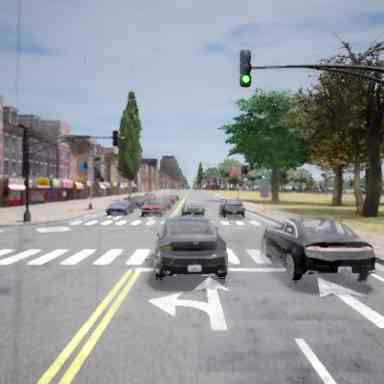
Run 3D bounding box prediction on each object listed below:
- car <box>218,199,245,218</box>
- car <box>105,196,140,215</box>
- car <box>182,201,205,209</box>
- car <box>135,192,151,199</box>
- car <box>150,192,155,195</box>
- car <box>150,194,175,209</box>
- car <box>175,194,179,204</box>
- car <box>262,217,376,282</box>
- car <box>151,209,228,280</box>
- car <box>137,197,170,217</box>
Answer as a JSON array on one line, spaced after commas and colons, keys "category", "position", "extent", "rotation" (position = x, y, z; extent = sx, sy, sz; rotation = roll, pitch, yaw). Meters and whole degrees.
[{"category": "car", "position": [3.352, 1.333, 28.434], "extent": [2.128, 1.511, 4.902], "rotation": [0, 1, 0]}, {"category": "car", "position": [-6.594, 1.355, 31.255], "extent": [2.033, 1.411, 5.357], "rotation": [0, 1, 0]}, {"category": "car", "position": [0.103, 1.442, 28.441], "extent": [1.895, 1.301, 4.718], "rotation": [0, 1, 0]}, {"category": "car", "position": [-6.587, 1.166, 41.076], "extent": [1.837, 1.490, 4.892], "rotation": [0, 1, 0]}, {"category": "car", "position": [-6.547, 0.840, 51.293], "extent": [2.097, 1.767, 4.553], "rotation": [0, 1, 0]}, {"category": "car", "position": [-3.344, 1.269, 38.335], "extent": [1.994, 1.385, 4.181], "rotation": [0, 1, 0]}, {"category": "car", "position": [-3.316, 1.139, 48.329], "extent": [1.895, 1.301, 4.718], "rotation": [0, 1, 0]}, {"category": "car", "position": [3.349, 1.474, 9.701], "extent": [2.128, 1.511, 4.902], "rotation": [0, 0, 0]}, {"category": "car", "position": [-0.183, 1.487, 9.983], "extent": [1.837, 1.490, 4.892], "rotation": [0, 0, -6]}, {"category": "car", "position": [-3.347, 1.429, 29.531], "extent": [1.895, 1.301, 4.718], "rotation": [0, 1, 0]}]
